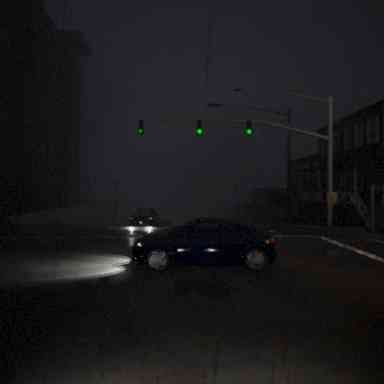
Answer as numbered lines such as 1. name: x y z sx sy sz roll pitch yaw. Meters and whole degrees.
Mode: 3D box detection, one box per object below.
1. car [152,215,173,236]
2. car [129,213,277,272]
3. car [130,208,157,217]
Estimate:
1. car: -3.596 4.308 41.809 2.150 2.045 5.566 0 -12 0
2. car: 0.349 1.471 9.898 4.181 1.385 1.994 0 0 1
3. car: -3.595 1.968 26.058 2.033 1.411 5.357 0 -4 0
